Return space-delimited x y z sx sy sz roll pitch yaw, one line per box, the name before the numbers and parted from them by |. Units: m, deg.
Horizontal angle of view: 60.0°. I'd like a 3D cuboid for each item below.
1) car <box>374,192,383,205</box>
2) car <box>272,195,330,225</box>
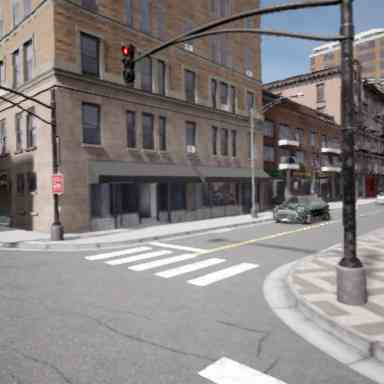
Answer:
car | 22.150 0.741 37.582 1.812 1.442 4.674 -1 0 43
car | 6.911 0.984 20.957 2.097 1.767 4.553 -1 1 42
